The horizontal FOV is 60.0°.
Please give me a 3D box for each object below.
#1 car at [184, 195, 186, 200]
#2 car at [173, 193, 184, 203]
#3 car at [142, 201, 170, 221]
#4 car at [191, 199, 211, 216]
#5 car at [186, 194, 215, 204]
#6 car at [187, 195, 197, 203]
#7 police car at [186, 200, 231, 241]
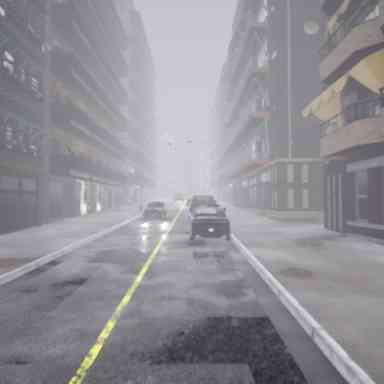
[{"bbox_3d":[0.006,1.469,53.343,1.837,1.490,4.892,0,0,0],"label":"car"},{"bbox_3d":[-2.742,1.170,69.330,2.150,2.045,5.566,0,0,0],"label":"car"},{"bbox_3d":[-2.844,1.487,26.950,1.837,1.490,4.892,0,0,0],"label":"car"},{"bbox_3d":[0.829,1.504,32.717,1.812,1.442,4.674,0,0,0],"label":"car"},{"bbox_3d":[0.828,1.207,26.746,2.150,2.045,5.566,0,0,0],"label":"car"},{"bbox_3d":[0.008,1.413,68.350,2.128,1.511,4.902,0,0,0],"label":"car"},{"bbox_3d":[0.827,1.414,16.819,1.930,1.638,5.238,0,0,0],"label":"police car"}]
